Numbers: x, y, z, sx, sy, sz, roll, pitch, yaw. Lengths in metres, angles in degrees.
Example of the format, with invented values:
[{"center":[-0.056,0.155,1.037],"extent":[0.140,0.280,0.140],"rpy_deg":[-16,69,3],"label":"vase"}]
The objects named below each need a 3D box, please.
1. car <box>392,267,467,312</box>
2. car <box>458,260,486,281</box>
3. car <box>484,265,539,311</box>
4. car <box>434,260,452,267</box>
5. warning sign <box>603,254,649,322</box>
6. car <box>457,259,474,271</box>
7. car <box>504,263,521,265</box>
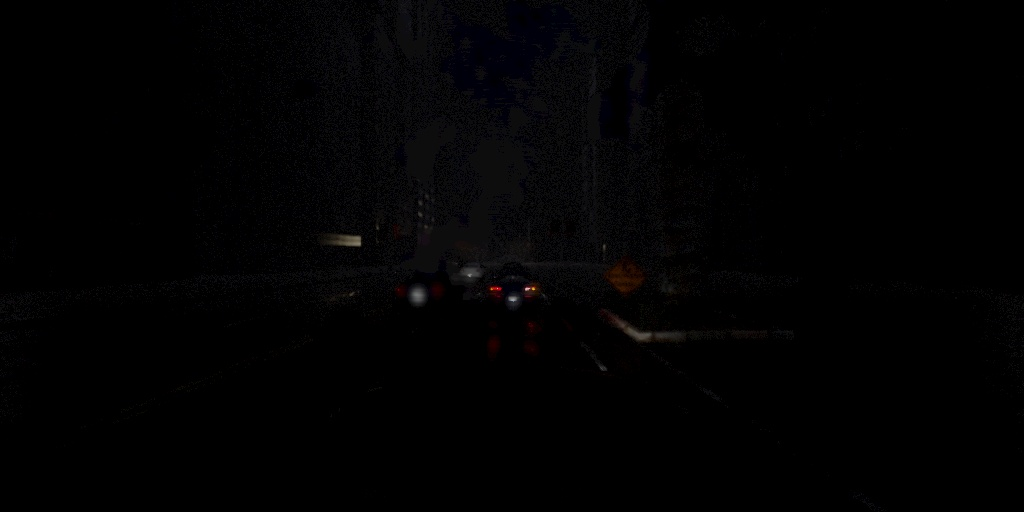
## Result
[{"center":[-3.178,1.309,14.152],"extent":[1.994,1.385,4.181],"rpy_deg":[0,0,0],"label":"car"},{"center":[-3.174,1.276,29.693],"extent":[1.812,1.442,4.674],"rpy_deg":[0,0,0],"label":"car"},{"center":[0.072,1.271,14.328],"extent":[1.812,1.442,4.674],"rpy_deg":[0,0,0],"label":"car"},{"center":[-9.824,1.274,51.299],"extent":[1.837,1.490,4.892],"rpy_deg":[0,0,0],"label":"car"},{"center":[3.224,0.860,10.202],"extent":[1.300,1.860,1.060],"rpy_deg":[0,0,0],"label":"warning sign"},{"center":[-6.575,1.275,51.423],"extent":[1.837,1.490,4.892],"rpy_deg":[0,0,0],"label":"car"},{"center":[0.070,1.256,28.723],"extent":[1.837,1.490,4.892],"rpy_deg":[0,0,0],"label":"car"}]
